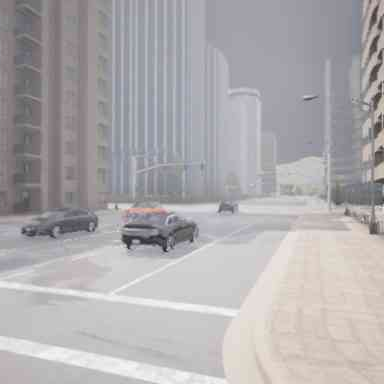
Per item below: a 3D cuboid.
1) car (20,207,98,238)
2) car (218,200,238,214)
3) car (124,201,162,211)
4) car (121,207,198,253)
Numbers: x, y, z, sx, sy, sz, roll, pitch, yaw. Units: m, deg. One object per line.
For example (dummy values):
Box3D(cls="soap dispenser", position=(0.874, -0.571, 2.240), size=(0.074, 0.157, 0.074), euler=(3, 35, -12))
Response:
Box3D(cls="car", position=(-7.284, 1.658, 18.762), size=(1.837, 1.490, 4.892), euler=(0, 0, 20))
Box3D(cls="car", position=(4.502, 1.821, 41.048), size=(1.837, 1.490, 4.892), euler=(0, 0, 17))
Box3D(cls="car", position=(-3.970, 1.569, 27.891), size=(2.097, 1.767, 4.553), euler=(0, 0, 20))
Box3D(cls="car", position=(-1.220, 1.630, 14.533), size=(2.128, 1.511, 4.902), euler=(0, 0, 20))
